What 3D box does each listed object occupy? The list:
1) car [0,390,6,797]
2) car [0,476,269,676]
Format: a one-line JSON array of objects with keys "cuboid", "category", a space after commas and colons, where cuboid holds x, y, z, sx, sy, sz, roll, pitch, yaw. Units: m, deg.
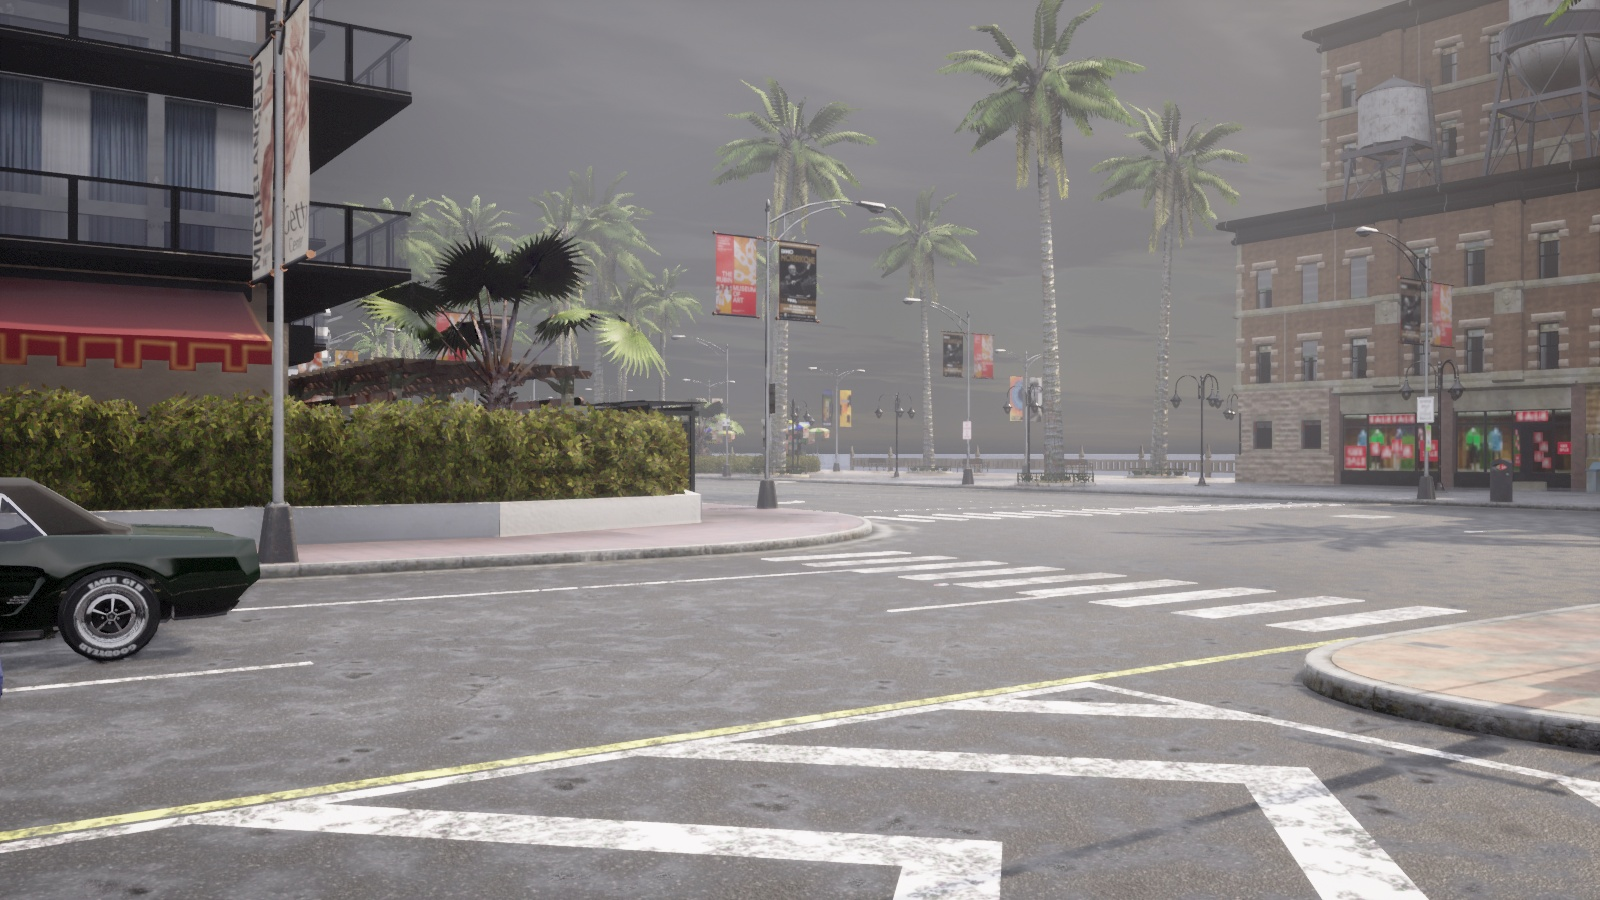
[{"cuboid": [-5.925, 0.628, 5.020, 4.553, 1.767, 2.097, 0, 0, -35], "category": "car"}, {"cuboid": [-6.481, 0.881, 8.894, 4.718, 1.301, 1.895, 0, 0, -35], "category": "car"}]
